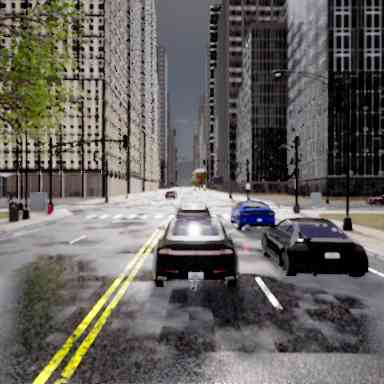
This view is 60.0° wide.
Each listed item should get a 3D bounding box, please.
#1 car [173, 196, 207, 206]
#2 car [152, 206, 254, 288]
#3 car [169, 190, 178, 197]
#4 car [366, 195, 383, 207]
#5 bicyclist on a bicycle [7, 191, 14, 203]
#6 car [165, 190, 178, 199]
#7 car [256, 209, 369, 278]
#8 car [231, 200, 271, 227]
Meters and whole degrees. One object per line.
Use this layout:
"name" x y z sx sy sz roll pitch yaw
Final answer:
"car" 0.063 1.220 18.284 2.128 1.511 4.902 0 1 0
"car" 0.082 1.360 8.822 2.128 1.511 4.902 0 1 0
"car" -4.354 0.339 78.097 2.033 1.411 5.357 0 1 -1
"car" 23.536 1.028 40.184 4.674 1.442 1.812 0 0 1
"bicyclist on a bicycle" -25.249 0.714 46.176 0.582 1.620 1.656 0 0 2
"car" -4.097 0.523 62.573 1.882 1.535 5.008 0 1 -1
"car" 3.315 1.419 9.725 1.994 1.385 4.181 0 1 2
"car" 3.313 1.198 18.806 1.882 1.535 5.008 0 1 0
